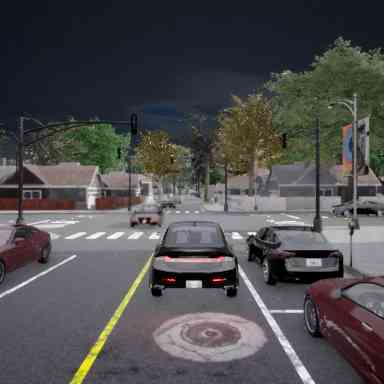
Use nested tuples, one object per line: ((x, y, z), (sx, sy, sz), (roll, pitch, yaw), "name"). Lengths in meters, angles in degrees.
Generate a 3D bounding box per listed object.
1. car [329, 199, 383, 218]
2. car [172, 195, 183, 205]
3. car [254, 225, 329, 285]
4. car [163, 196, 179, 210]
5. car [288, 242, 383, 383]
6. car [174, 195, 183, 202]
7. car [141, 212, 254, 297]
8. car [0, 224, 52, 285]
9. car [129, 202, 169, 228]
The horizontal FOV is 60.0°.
((14.568, 1.398, 29.007), (4.902, 1.511, 2.128), (0, 0, -1), "car")
((-3.045, 1.392, 60.422), (2.097, 1.767, 4.553), (0, 0, 0), "car")
((2.649, 1.566, 9.295), (1.947, 1.339, 4.313), (0, 0, 0), "car")
((-3.060, 1.622, 43.990), (1.895, 1.301, 4.718), (0, 0, 0), "car")
((2.642, 1.582, 3.777), (1.802, 1.307, 4.206), (0, 0, 0), "car")
((-2.996, 1.537, 75.461), (1.882, 1.535, 5.008), (0, 0, 0), "car")
((0.063, 1.492, 8.573), (2.128, 1.511, 4.902), (0, 0, 1), "car")
((-5.376, 1.582, 9.305), (1.802, 1.307, 4.206), (0, 0, 0), "car")
((-2.876, 1.574, 22.126), (1.994, 1.385, 4.181), (0, 0, 0), "car")
